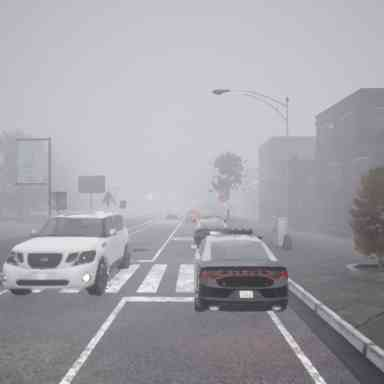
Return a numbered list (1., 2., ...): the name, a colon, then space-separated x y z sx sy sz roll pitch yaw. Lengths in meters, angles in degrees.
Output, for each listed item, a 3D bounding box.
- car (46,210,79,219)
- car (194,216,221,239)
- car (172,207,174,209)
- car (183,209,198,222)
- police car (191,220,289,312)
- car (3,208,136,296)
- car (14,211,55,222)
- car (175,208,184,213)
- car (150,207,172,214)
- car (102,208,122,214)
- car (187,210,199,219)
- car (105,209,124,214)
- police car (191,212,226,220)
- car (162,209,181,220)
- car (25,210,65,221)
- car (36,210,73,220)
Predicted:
1. car: -21.717 3.802 55.854 4.674 1.452 2.002 0 -2 0
2. car: 1.063 2.527 24.551 1.812 1.442 4.674 0 -2 0
3. car: -8.487 4.961 89.818 5.566 2.045 2.435 0 -3 0
4. car: 0.209 3.276 46.666 2.097 1.767 4.553 0 -2 1
5. police car: 0.999 1.766 8.664 1.930 1.638 5.238 0 -2 0
6. car: -3.317 1.620 10.092 2.150 2.045 5.566 0 -2 0
7. car: -21.768 3.396 46.165 4.674 1.452 2.002 0 -2 0
8. car: -2.844 5.269 93.571 2.097 1.767 4.553 0 -3 0
9. car: -8.467 5.084 87.008 4.892 1.521 2.231 0 -3 0
10. car: -21.543 5.216 89.878 5.008 1.535 2.097 0 -3 0
11. car: 0.251 4.031 60.097 2.033 1.411 5.357 0 -2 0
12. car: -21.526 5.389 92.660 4.674 1.452 2.002 0 -3 0
13. police car: 1.036 2.178 18.665 1.930 1.638 5.238 0 -2 0
14. car: -3.127 3.776 52.684 1.895 1.301 4.718 0 -2 0
15. car: -21.748 3.494 49.440 4.892 1.521 2.231 0 -2 0
16. car: -21.742 3.630 52.710 5.008 1.535 2.097 0 -2 0
